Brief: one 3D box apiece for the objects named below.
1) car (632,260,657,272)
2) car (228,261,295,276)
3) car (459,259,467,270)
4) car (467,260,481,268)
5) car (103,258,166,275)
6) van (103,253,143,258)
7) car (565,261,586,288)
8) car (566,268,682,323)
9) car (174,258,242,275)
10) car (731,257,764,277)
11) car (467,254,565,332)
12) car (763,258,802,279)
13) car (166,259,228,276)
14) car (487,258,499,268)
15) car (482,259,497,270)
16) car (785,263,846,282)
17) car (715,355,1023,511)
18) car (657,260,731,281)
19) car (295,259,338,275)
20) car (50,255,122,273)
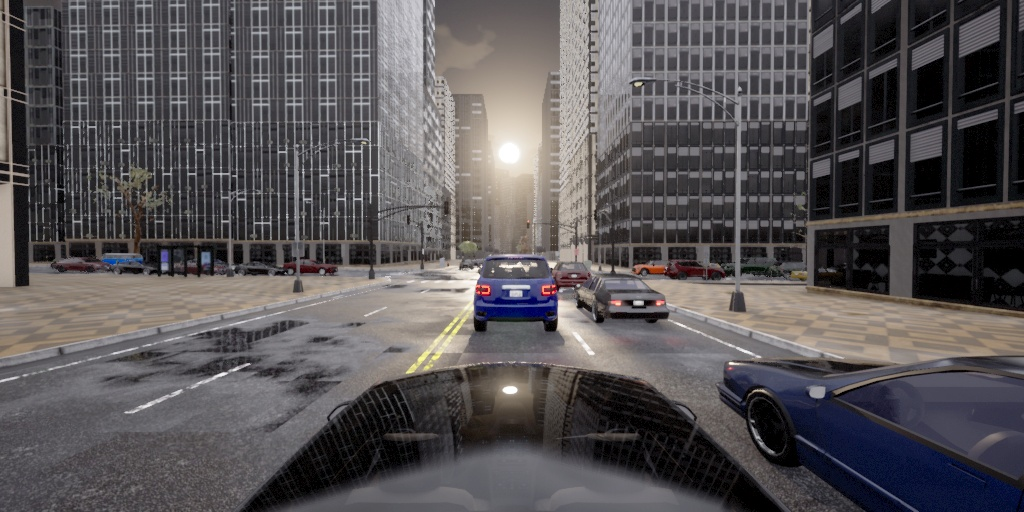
[{"bbox_3d":[15.036,1.200,37.849,4.553,1.767,2.097,0,1,0],"label":"car"},{"bbox_3d":[-22.732,1.171,32.604,4.313,1.339,1.948,0,0,1],"label":"car"},{"bbox_3d":[-6.602,1.217,52.481,1.837,1.490,4.892,0,0,-1],"label":"car"},{"bbox_3d":[-6.571,1.300,62.784,1.895,1.301,4.718,0,0,0],"label":"car"},{"bbox_3d":[-34.097,1.067,32.910,4.313,1.339,1.948,0,0,1],"label":"car"},{"bbox_3d":[-45.288,0.602,41.571,3.998,1.789,1.690,0,0,1],"label":"van"},{"bbox_3d":[3.349,1.091,21.424,2.097,1.767,4.553,0,0,0],"label":"car"},{"bbox_3d":[3.350,1.292,12.017,2.033,1.411,5.357,0,0,0],"label":"car"},{"bbox_3d":[-29.977,0.987,35.460,4.902,1.511,2.128,1,1,1],"label":"car"},{"bbox_3d":[24.888,1.156,37.700,5.566,2.045,2.150,1,1,1],"label":"car"},{"bbox_3d":[0.097,0.967,11.013,2.150,2.045,5.566,0,0,0],"label":"car"},{"bbox_3d":[27.414,1.360,34.459,4.553,1.767,2.097,1,1,1],"label":"car"},{"bbox_3d":[-28.416,1.136,32.737,4.207,1.307,1.802,0,0,1],"label":"car"},{"bbox_3d":[-3.319,1.177,62.985,1.882,1.535,5.008,0,0,0],"label":"car"},{"bbox_3d":[-3.336,1.188,53.372,1.882,1.535,5.008,0,0,0],"label":"car"},{"bbox_3d":[27.641,1.576,31.879,4.829,1.417,1.751,0,0,1],"label":"car"},{"bbox_3d":[3.350,1.297,1.837,2.033,1.411,5.357,0,0,1],"label":"car"},{"bbox_3d":[16.193,1.267,32.076,5.009,1.841,2.192,0,0,1],"label":"car"},{"bbox_3d":[-19.767,1.066,35.252,5.008,1.535,1.882,1,1,0],"label":"car"},{"bbox_3d":[-42.463,0.907,35.728,4.674,1.442,1.812,0,1,1],"label":"car"}]
